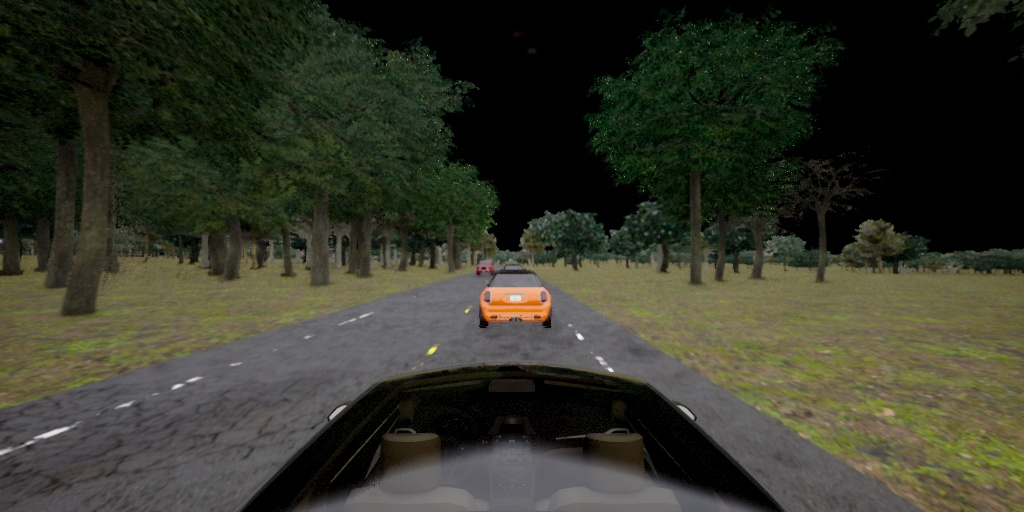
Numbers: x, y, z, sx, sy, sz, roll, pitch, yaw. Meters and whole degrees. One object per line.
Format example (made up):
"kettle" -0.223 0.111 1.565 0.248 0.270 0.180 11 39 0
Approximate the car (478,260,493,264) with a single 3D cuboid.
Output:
"car" -3.520 1.575 47.612 2.150 2.045 5.566 0 -1 1

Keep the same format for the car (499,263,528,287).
"car" 0.103 1.428 28.859 2.097 1.767 4.553 0 -1 0

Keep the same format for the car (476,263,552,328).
"car" 0.101 1.223 12.077 2.097 1.767 4.553 0 -1 0
